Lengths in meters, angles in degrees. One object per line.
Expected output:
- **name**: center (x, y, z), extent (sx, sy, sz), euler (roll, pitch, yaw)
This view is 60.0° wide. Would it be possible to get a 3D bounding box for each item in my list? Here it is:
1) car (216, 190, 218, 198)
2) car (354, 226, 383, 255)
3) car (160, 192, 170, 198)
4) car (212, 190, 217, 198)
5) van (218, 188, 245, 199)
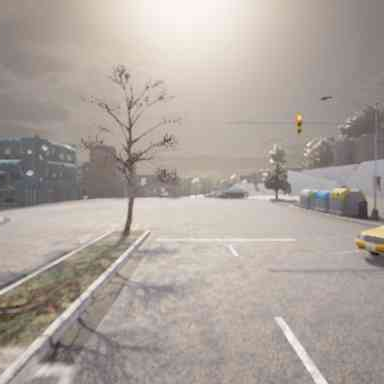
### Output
- **car**: center (7.849, 0.635, 66.205), extent (4.674, 1.452, 2.002), euler (1, -1, -20)
- **car**: center (7.863, 1.334, 10.882), extent (5.366, 1.575, 1.946), euler (1, 1, -20)
- **car**: center (-6.122, 0.749, 75.263), extent (1.994, 1.385, 4.181), euler (0, -1, 0)
- **car**: center (7.661, 0.647, 72.092), extent (5.366, 1.575, 1.946), euler (1, 0, -20)
- **van**: center (7.758, 0.338, 63.183), extent (4.442, 1.987, 1.878), euler (1, 0, -20)
